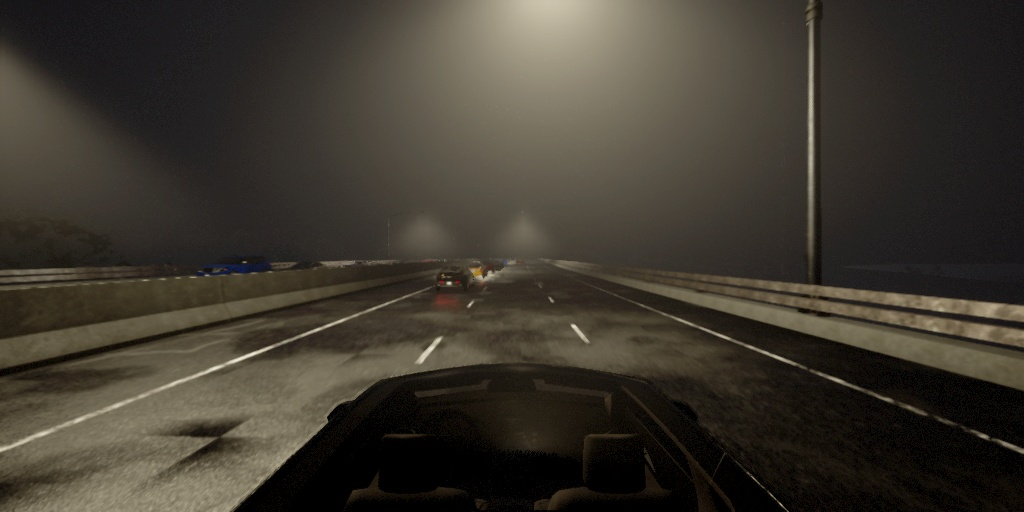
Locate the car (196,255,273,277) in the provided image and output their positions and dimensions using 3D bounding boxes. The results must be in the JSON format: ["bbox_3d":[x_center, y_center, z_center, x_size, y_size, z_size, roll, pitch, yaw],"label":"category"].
[{"bbox_3d":[-20.920,0.941,27.406,2.150,2.045,5.566,0,0,1],"label":"car"}]

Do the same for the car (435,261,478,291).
[{"bbox_3d":[-3.407,1.254,22.031,1.837,1.490,4.892,0,0,1],"label":"car"}]

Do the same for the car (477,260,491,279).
[{"bbox_3d":[-3.253,1.214,33.187,1.801,1.575,5.366,0,0,1],"label":"car"}]

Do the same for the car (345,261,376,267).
[{"bbox_3d":[-13.818,1.230,32.728,2.128,1.511,4.902,0,0,1],"label":"car"}]

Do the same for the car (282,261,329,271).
[{"bbox_3d":[-17.370,1.233,30.315,1.837,1.490,4.892,0,0,1],"label":"car"}]

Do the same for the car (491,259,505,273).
[{"bbox_3d":[-2.696,1.249,44.691,1.882,1.535,5.008,0,0,12],"label":"car"}]
